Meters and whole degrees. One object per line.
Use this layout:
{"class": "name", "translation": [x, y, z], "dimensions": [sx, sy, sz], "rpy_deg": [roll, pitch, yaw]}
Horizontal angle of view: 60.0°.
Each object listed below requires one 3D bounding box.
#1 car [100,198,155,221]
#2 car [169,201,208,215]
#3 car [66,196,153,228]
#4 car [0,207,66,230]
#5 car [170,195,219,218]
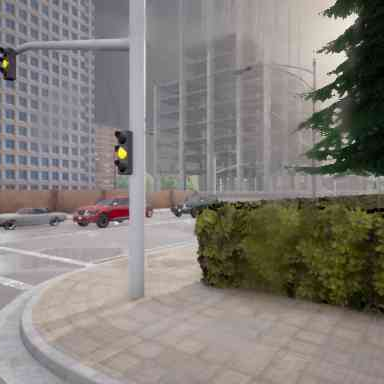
{"class": "car", "translation": [-5.536, 1.407, 29.130], "dimensions": [2.097, 1.767, 4.553], "rpy_deg": [0, 0, 35]}
{"class": "car", "translation": [-0.309, 1.656, 36.444], "dimensions": [1.895, 1.301, 4.718], "rpy_deg": [0, 0, 36]}
{"class": "car", "translation": [-5.508, 1.277, 23.168], "dimensions": [2.150, 2.045, 5.566], "rpy_deg": [0, 0, 33]}
{"class": "car", "translation": [-10.750, 1.656, 21.801], "dimensions": [1.895, 1.301, 4.718], "rpy_deg": [0, 0, 35]}
{"class": "car", "translation": [0.528, 1.277, 31.595], "dimensions": [2.150, 2.045, 5.566], "rpy_deg": [0, 0, 36]}
